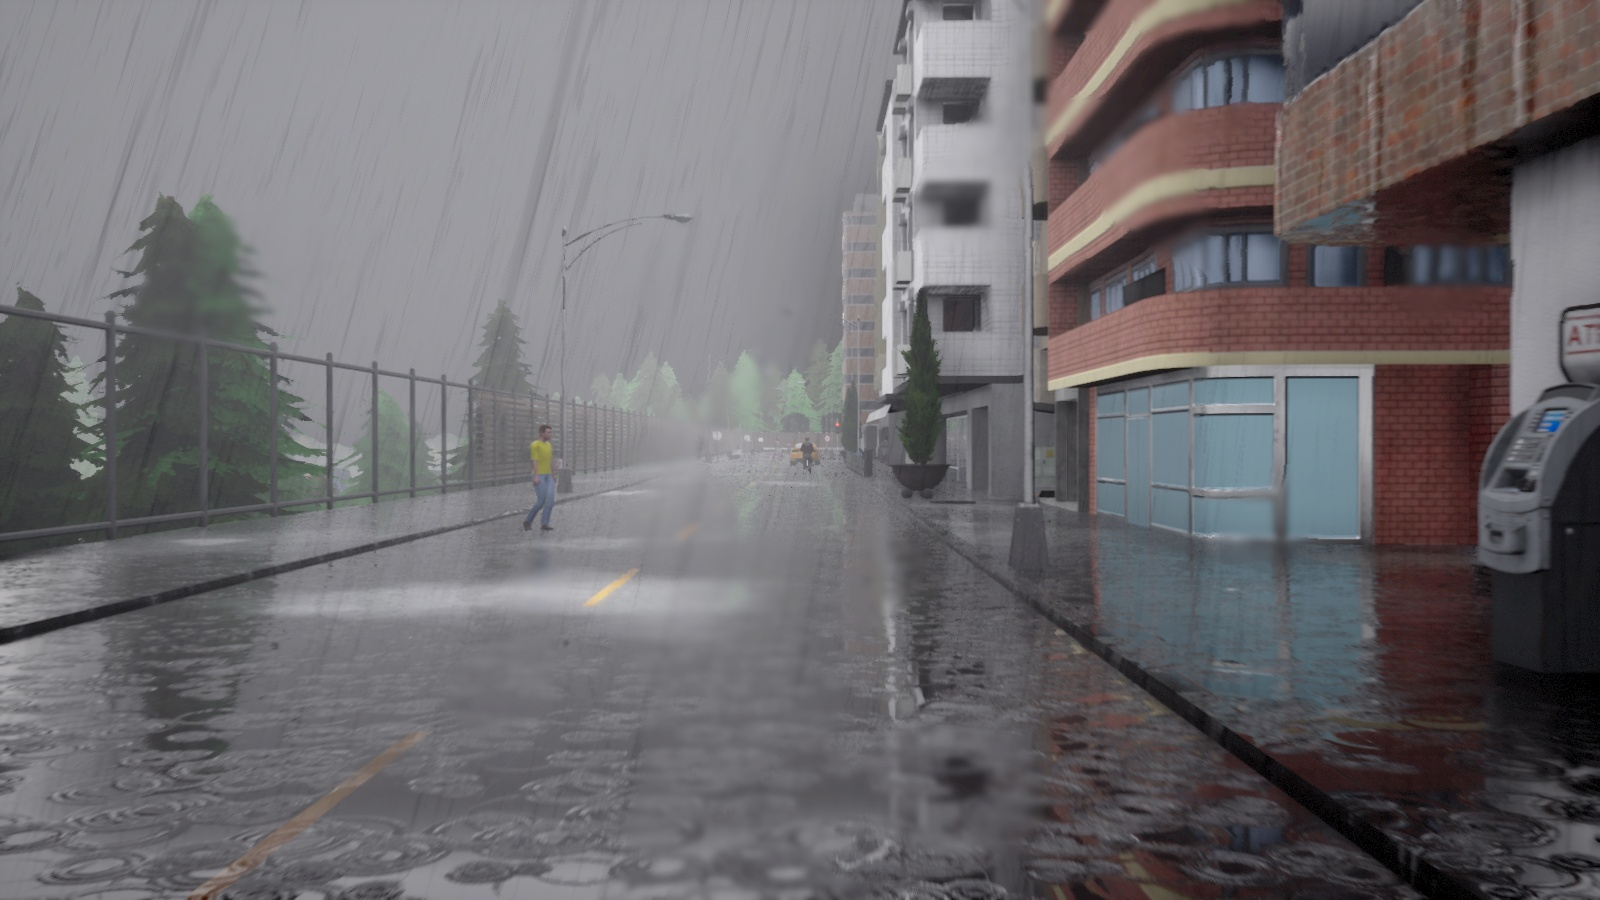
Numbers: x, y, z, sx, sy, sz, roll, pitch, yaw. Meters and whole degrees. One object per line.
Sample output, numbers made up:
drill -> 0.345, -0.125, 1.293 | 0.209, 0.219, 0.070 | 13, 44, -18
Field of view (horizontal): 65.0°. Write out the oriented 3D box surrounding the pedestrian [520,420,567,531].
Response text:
pedestrian -> -4.340, 0.423, 21.256 | 0.706, 1.836, 0.354 | 0, 0, 27

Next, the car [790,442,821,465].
car -> 0.390, 0.238, 86.235 | 1.882, 1.535, 5.008 | 0, 0, 3
